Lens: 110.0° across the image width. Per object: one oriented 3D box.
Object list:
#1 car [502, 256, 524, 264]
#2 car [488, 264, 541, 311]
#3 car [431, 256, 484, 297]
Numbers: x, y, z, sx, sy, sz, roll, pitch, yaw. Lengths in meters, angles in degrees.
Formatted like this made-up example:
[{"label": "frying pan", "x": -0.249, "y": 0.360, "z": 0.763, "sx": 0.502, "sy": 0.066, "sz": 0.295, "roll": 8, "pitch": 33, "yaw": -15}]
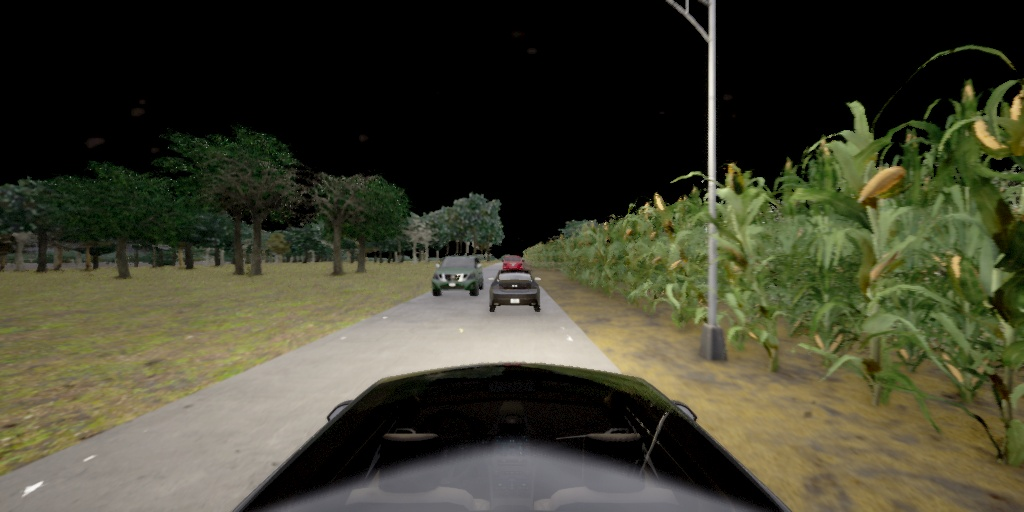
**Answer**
[{"label": "car", "x": 0.100, "y": 1.004, "z": 38.443, "sx": 2.150, "sy": 2.045, "sz": 5.566, "roll": 0, "pitch": 0, "yaw": 0}, {"label": "car", "x": 0.100, "y": 1.261, "z": 14.435, "sx": 1.837, "sy": 1.490, "sz": 4.892, "roll": 0, "pitch": 0, "yaw": 0}, {"label": "car", "x": -2.760, "y": 0.986, "z": 19.407, "sx": 2.150, "sy": 2.045, "sz": 5.566, "roll": 0, "pitch": 0, "yaw": 0}]
